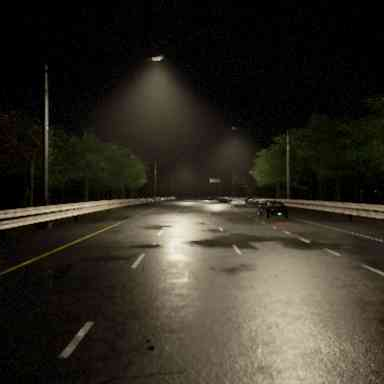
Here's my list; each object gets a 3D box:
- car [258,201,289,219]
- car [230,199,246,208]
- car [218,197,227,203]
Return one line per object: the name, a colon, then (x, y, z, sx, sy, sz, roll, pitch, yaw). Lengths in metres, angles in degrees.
car: (7.019, 1.521, 29.033, 1.837, 1.490, 4.892, 0, 0, 0)
car: (7.094, 1.740, 51.893, 1.895, 1.301, 4.718, 0, 0, 0)
car: (7.261, 1.982, 79.320, 2.128, 1.511, 4.902, 0, -1, 0)
